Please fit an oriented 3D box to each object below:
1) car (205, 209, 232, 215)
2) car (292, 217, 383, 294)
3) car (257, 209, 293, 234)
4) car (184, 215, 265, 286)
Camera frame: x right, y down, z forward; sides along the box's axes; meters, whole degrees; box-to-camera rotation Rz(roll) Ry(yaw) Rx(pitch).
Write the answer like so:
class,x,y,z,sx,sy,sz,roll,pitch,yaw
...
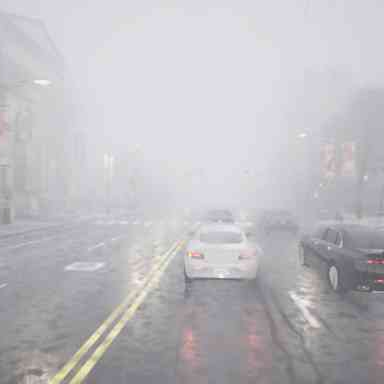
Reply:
class,x,y,z,sx,sy,sz,roll,pitch,yaw
car,1.764,1.769,21.318,2.033,1.411,5.357,0,-1,5
car,4.279,1.607,8.988,1.837,1.490,4.892,0,0,4
car,5.216,1.769,20.667,2.033,1.411,5.357,0,-1,5
car,0.821,1.627,9.681,1.812,1.442,4.674,0,-1,4
